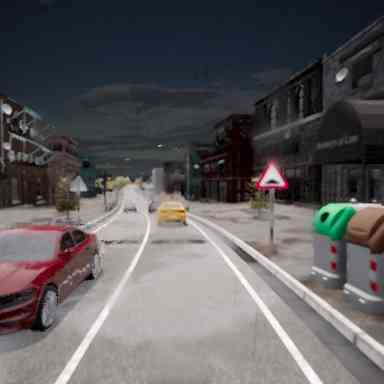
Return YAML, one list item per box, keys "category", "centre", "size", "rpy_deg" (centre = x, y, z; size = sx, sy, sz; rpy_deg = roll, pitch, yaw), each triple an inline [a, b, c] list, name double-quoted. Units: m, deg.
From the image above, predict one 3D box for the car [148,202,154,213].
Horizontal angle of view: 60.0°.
- category: "car"
  centre: [-4.522, 1.930, 42.098]
  size: [1.994, 1.385, 4.181]
  rpy_deg: [0, -2, -11]

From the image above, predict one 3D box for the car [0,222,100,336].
- category: "car"
  centre: [-3.329, 1.477, 7.014]
  size: [1.882, 1.535, 5.008]
  rpy_deg: [0, 0, -3]

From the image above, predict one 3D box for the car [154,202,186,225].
- category: "car"
  centre: [-1.528, 1.472, 23.876]
  size: [1.882, 1.535, 5.008]
  rpy_deg: [0, 0, -7]

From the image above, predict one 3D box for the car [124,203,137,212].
- category: "car"
  centre: [-8.861, 2.220, 47.965]
  size: [1.895, 1.301, 4.718]
  rpy_deg: [0, -2, -11]
